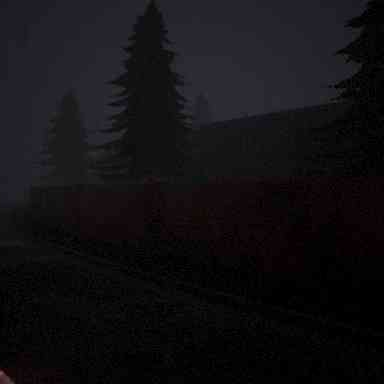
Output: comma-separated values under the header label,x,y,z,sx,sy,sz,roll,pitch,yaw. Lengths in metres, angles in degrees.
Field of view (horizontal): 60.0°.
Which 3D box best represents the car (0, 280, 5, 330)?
label,x,y,z,sx,sy,sz,roll,pitch,yaw
car,-4.734,1.488,5.634,4.892,1.490,1.837,0,0,45
